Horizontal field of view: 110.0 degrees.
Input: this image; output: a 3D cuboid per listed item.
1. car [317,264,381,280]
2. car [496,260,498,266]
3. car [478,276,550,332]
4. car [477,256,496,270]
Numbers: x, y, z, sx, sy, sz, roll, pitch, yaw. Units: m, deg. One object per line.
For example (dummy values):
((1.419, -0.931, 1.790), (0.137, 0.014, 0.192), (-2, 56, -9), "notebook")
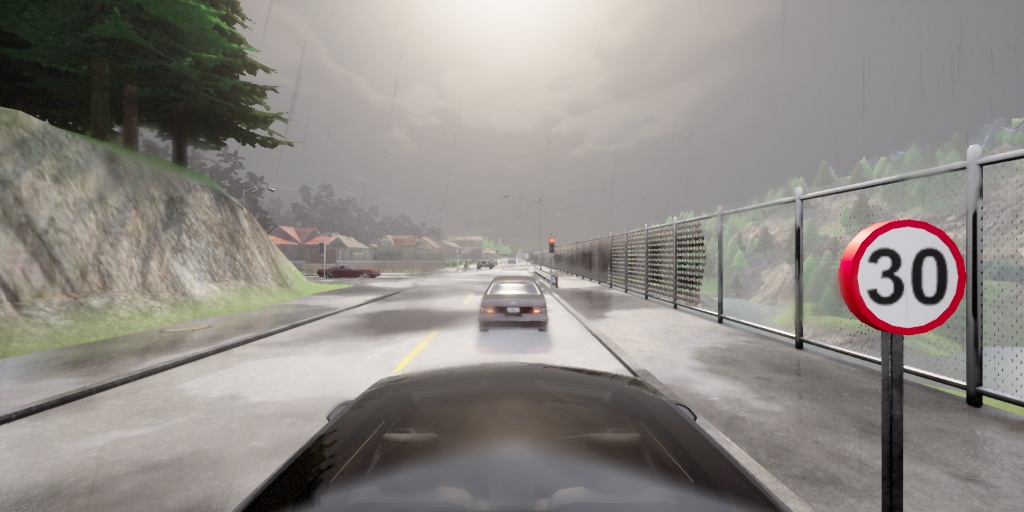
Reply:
((-13.661, 1.351, 30.325), (4.718, 1.301, 1.895), (0, 0, 0), "car")
((-4.038, 1.297, 64.931), (2.033, 1.411, 5.357), (0, 0, 0), "car")
((0.050, 1.297, 10.794), (2.033, 1.411, 5.357), (0, 0, 0), "car")
((-4.078, 0.971, 54.688), (2.150, 2.045, 5.566), (0, 0, 0), "car")
